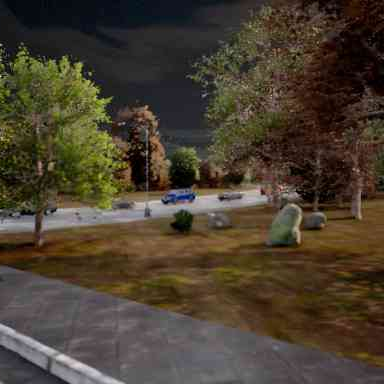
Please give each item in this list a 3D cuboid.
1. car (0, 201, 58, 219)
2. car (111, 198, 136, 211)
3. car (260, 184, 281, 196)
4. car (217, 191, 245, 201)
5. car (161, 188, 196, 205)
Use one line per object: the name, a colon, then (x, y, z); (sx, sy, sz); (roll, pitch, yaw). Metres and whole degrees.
car: (-14.634, 1.487, 29.875); (2.128, 1.511, 4.902); (0, 1, 39)
car: (-8.414, 1.342, 37.638); (1.994, 1.385, 4.181); (0, 2, 38)
car: (14.235, -0.470, 60.342); (2.150, 2.045, 5.566); (0, 3, 36)
car: (5.784, 0.539, 49.403); (2.033, 1.411, 5.357); (0, 3, 38)
car: (-1.809, 0.589, 45.844); (2.150, 2.045, 5.566); (0, 3, 39)
